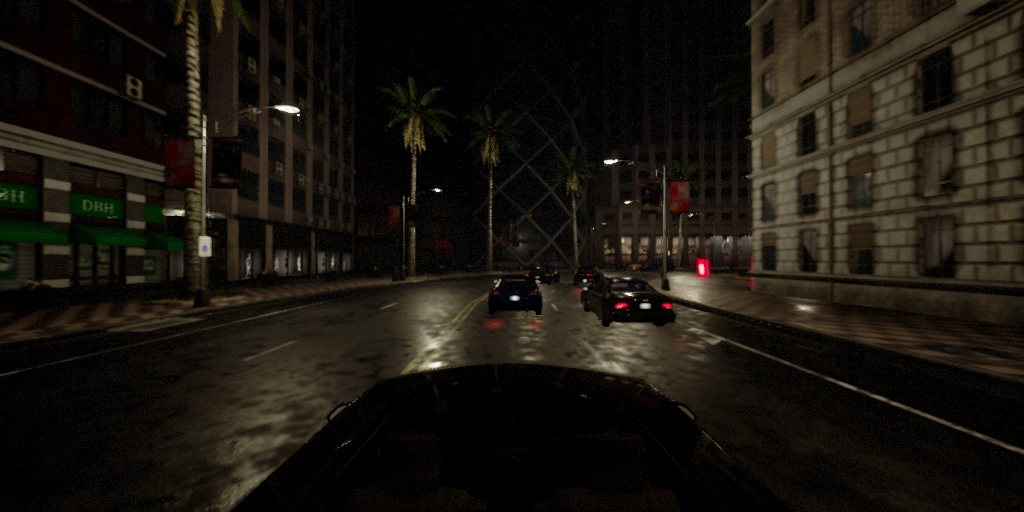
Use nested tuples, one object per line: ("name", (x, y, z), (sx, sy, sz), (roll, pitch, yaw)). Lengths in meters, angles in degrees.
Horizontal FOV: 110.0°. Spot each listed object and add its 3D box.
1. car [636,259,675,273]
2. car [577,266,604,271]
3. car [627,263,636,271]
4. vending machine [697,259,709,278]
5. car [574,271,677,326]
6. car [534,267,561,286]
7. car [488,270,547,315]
("car", (22.503, 1.478, 55.387), (5.566, 2.045, 2.150), (1, -1, -21))
("car", (5.974, 1.500, 27.672), (1.837, 1.490, 4.892), (0, 0, 20))
("car", (21.033, 1.635, 58.471), (4.553, 1.767, 2.097), (0, -1, -22))
("vending machine", (19.514, 1.273, 36.638), (1.100, 2.100, 0.880), (0, 0, 44))
("car", (3.581, 1.394, 12.002), (2.033, 1.411, 5.357), (0, -1, 1))
("car", (2.602, 1.568, 28.577), (1.994, 1.385, 4.181), (0, 0, 20))
("car", (0.180, 1.434, 14.327), (1.994, 1.385, 4.181), (0, 0, 2))
